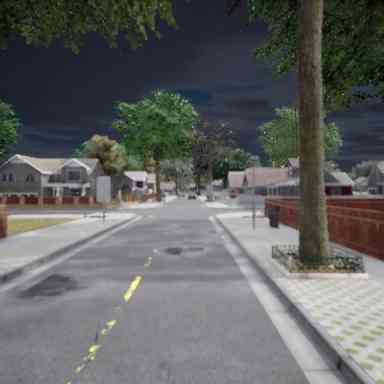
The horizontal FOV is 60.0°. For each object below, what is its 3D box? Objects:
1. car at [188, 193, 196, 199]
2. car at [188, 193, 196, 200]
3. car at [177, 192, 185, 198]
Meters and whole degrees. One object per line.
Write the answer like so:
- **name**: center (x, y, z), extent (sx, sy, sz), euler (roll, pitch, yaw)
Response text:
- **car**: center (0.003, 1.038, 89.780), extent (1.994, 1.385, 4.181), euler (0, 0, 0)
- **car**: center (0.002, 1.145, 79.361), extent (1.882, 1.535, 5.008), euler (0, 0, 0)
- **car**: center (-2.747, 0.774, 83.530), extent (1.837, 1.490, 4.892), euler (0, 0, 0)
